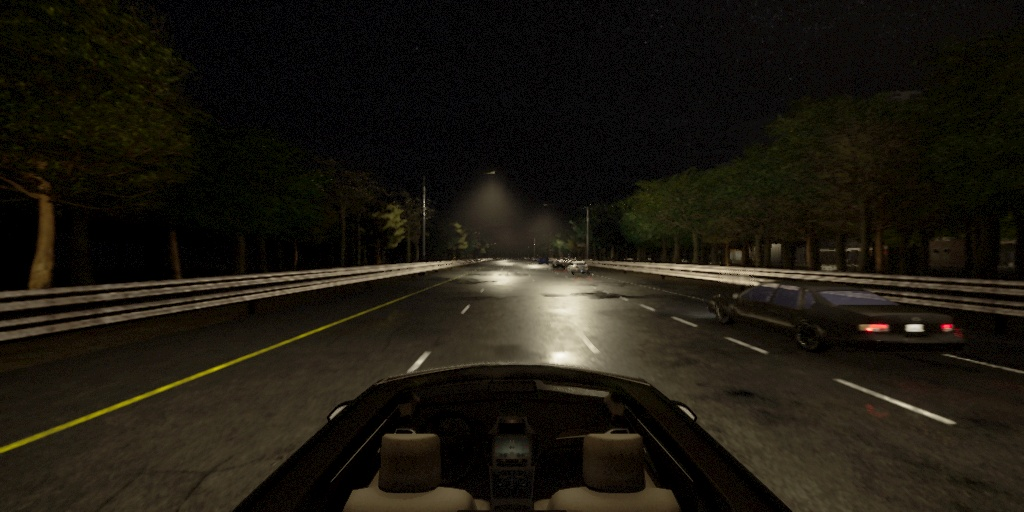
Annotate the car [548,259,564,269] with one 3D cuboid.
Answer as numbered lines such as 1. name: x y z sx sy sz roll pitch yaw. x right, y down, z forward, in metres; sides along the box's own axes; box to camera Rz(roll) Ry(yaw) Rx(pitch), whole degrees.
1. car: 7.141 1.405 55.702 1.895 1.301 4.718 0 0 0

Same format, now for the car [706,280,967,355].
1. car: 7.006 1.300 8.750 2.033 1.411 5.357 0 0 0

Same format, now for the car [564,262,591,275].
1. car: 7.066 1.311 38.603 1.812 1.442 4.674 0 0 0
